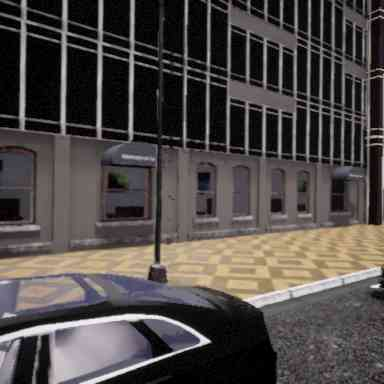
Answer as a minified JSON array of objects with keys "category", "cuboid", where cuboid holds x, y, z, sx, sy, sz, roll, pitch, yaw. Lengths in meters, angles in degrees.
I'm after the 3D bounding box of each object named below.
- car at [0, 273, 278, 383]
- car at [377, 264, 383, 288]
[{"category":"car","cuboid":[-1.494,1.477,2.339,4.902,1.511,2.128,1,0,-35]},{"category":"car","cuboid":[6.674,1.643,8.043,5.357,1.411,2.033,1,0,-35]}]
